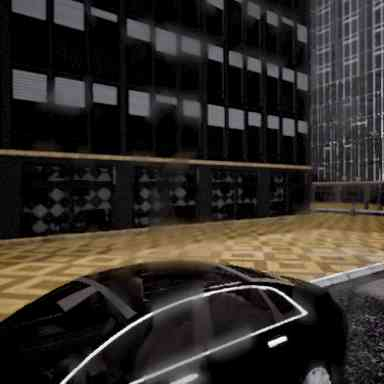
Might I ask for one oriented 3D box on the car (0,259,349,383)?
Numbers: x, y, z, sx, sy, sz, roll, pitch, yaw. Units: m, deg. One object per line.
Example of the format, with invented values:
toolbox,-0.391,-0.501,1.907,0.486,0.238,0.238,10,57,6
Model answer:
car,-0.516,1.505,3.007,4.892,1.490,1.837,0,0,-35
